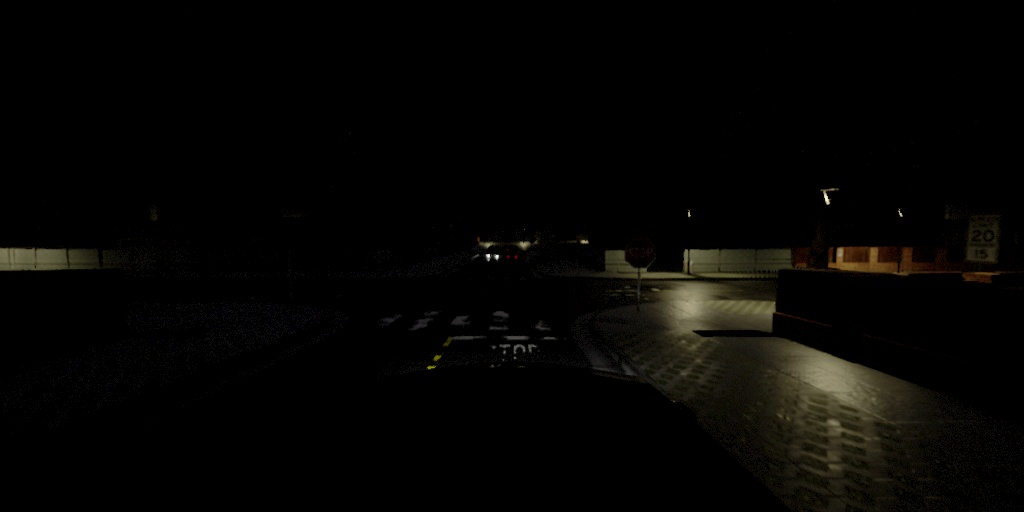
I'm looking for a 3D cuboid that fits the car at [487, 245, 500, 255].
[{"bbox_3d":[-2.739,-1.003,53.732,2.033,1.411,5.357,0,3,0],"label":"car"}]

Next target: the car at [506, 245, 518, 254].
[{"bbox_3d":[0.015,-0.979,54.256,1.895,1.301,4.718,0,3,0],"label":"car"}]
